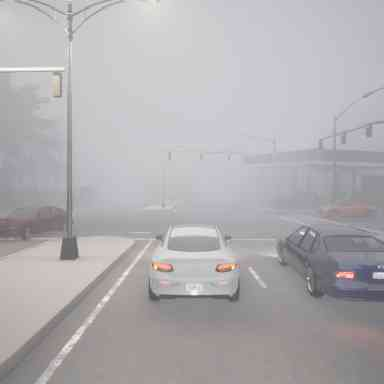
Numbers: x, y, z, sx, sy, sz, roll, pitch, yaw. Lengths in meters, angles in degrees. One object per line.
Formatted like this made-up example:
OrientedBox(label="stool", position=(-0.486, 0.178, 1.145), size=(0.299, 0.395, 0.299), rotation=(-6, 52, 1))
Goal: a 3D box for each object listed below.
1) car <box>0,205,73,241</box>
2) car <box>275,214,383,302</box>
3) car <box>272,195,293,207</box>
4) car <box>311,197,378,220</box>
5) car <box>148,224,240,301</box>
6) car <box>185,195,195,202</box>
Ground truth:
OrientedBox(label="car", position=(-8.053, 1.439, 16.883), size=(1.882, 1.535, 5.008), rotation=(-1, 0, 12))
OrientedBox(label="car", position=(3.518, 1.545, 8.483), size=(2.033, 1.411, 5.357), rotation=(0, 0, 3))
OrientedBox(label="car", position=(12.929, 1.261, 47.798), size=(2.242, 1.667, 4.611), rotation=(0, 0, 0))
OrientedBox(label="car", position=(12.702, 1.345, 27.560), size=(4.553, 1.767, 2.097), rotation=(0, 0, -2))
OrientedBox(label="car", position=(0.039, 1.516, 8.178), size=(1.812, 1.442, 4.674), rotation=(0, 0, 0))
OrientedBox(label="car", position=(-0.428, 1.428, 72.796), size=(1.812, 1.442, 4.674), rotation=(0, 0, 0))
